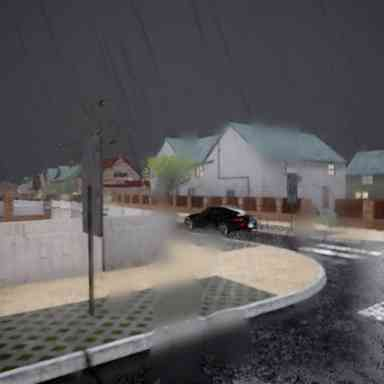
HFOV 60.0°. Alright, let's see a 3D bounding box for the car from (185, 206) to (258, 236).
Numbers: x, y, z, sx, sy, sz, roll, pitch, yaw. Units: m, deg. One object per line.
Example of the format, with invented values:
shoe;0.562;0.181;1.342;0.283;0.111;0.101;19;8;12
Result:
car;1.499;1.463;18.130;1.812;1.442;4.674;-1;1;-37
